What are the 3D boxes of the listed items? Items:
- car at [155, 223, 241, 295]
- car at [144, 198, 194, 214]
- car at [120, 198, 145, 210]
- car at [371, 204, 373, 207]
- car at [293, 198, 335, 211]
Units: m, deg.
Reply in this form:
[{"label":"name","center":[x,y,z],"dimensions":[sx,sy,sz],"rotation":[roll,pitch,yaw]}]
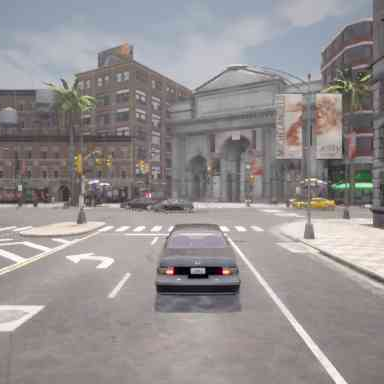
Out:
[{"label":"car","center":[0.118,1.547,8.840],"dimensions":[2.033,1.411,5.357],"rotation":[0,0,0]},{"label":"car","center":[-2.208,1.491,35.844],"dimensions":[4.902,1.511,2.128],"rotation":[0,0,-23]},{"label":"car","center":[-6.463,1.505,41.374],"dimensions":[4.892,1.490,1.837],"rotation":[0,0,1]},{"label":"car","center":[22.732,1.526,37.550],"dimensions":[4.674,1.442,1.812],"rotation":[0,0,1]},{"label":"car","center":[15.020,1.478,41.143],"dimensions":[5.008,1.535,1.882],"rotation":[0,0,1]}]
